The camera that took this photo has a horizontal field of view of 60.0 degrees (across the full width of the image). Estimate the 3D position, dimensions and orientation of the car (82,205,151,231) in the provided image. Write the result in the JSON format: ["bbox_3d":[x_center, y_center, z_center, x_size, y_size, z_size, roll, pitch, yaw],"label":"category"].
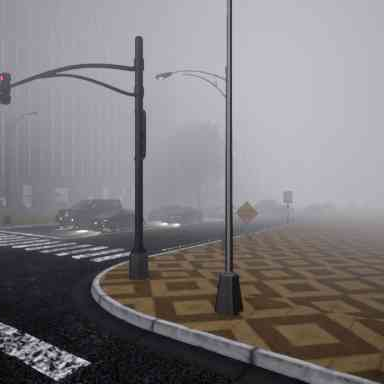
[{"bbox_3d":[-5.177,1.883,23.254,1.994,1.385,4.181,0,-1,32],"label":"car"}]

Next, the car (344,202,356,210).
[{"bbox_3d":[31.409,2.770,65.976,1.801,1.575,5.366,0,-1,33],"label":"car"}]

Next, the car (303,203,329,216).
[{"bbox_3d":[16.469,2.406,44.693,2.033,1.411,5.357,0,-1,33],"label":"car"}]

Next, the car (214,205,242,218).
[{"bbox_3d":[4.809,2.251,38.816,1.895,1.301,4.718,0,-1,33],"label":"car"}]

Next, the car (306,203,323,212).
[{"bbox_3d":[21.531,2.634,58.521,1.812,1.442,4.674,0,-1,33],"label":"car"}]

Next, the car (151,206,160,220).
[{"bbox_3d":[-2.451,2.001,33.520,1.837,1.490,4.892,0,-1,33],"label":"car"}]

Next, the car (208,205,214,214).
[{"bbox_3d":[3.022,2.279,42.043,1.895,1.301,4.718,0,-1,32],"label":"car"}]

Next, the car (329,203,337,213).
[{"bbox_3d":[21.757,2.537,53.031,1.837,1.490,4.892,0,-1,33],"label":"car"}]

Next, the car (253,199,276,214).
[{"bbox_3d":[10.650,2.064,47.846,2.150,2.045,5.566,0,-1,33],"label":"car"}]

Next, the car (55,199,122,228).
[{"bbox_3d":[-7.627,1.547,25.450,2.150,2.045,5.566,0,-1,33],"label":"car"}]

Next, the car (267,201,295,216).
[{"bbox_3d":[11.980,2.273,43.617,1.882,1.535,5.008,0,-1,33],"label":"car"}]

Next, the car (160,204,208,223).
[{"bbox_3d":[-0.648,2.033,30.321,1.994,1.385,4.181,0,-1,32],"label":"car"}]

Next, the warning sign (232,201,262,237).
[{"bbox_3d":[3.069,1.454,18.572,1.300,1.860,1.060,1,1,33],"label":"warning sign"}]
